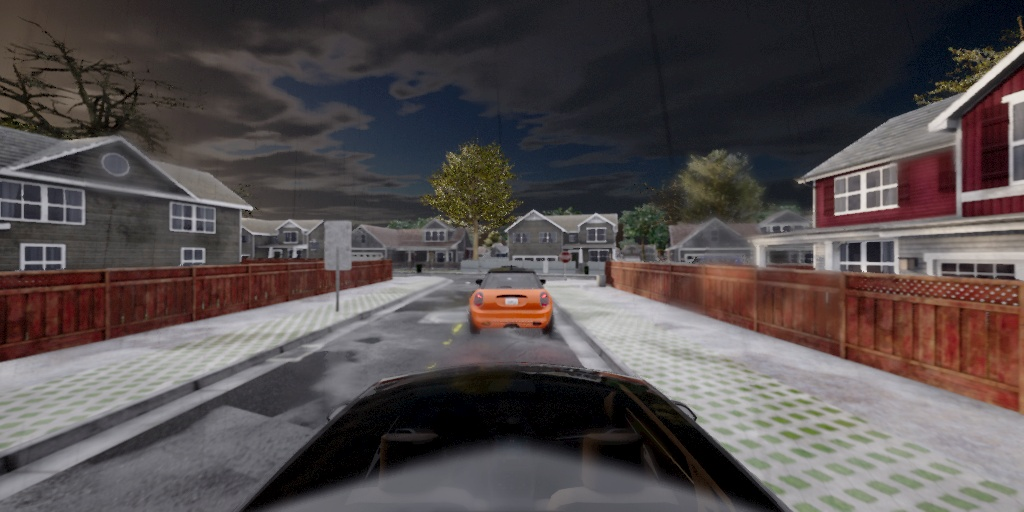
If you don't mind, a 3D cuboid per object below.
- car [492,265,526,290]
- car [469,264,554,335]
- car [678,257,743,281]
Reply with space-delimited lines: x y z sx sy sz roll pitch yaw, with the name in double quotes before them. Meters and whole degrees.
"car" -0.175 1.306 23.142 1.994 1.385 4.181 0 0 -1
"car" -0.031 1.099 10.649 2.097 1.767 4.553 0 0 -1
"car" 16.074 1.064 29.640 5.566 2.045 2.150 0 0 18
